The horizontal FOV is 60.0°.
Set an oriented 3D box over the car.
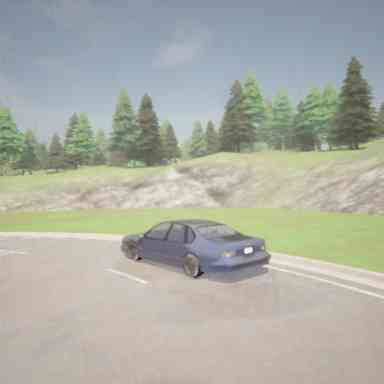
[{"bbox_3d":[-0.210,1.535,10.133,2.033,1.411,5.357,-2,0,-40],"label":"car"}]
